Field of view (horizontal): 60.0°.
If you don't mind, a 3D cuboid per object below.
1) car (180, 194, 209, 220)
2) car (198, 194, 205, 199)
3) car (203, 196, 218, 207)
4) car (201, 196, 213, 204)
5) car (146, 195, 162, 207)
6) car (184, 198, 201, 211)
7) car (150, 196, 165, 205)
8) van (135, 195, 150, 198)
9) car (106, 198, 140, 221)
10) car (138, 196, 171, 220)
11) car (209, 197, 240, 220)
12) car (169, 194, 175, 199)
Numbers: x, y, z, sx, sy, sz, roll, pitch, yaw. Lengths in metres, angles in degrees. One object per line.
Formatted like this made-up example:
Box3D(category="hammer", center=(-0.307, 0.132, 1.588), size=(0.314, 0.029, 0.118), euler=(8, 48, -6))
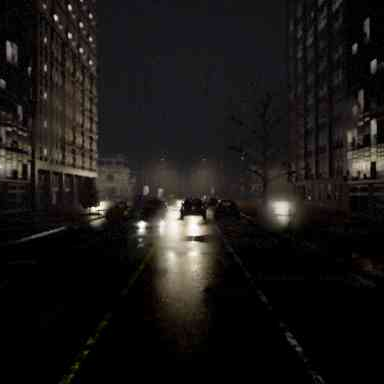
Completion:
Box3D(category="car", center=(0.098, 1.274, 27.734), size=(2.097, 1.767, 4.553), euler=(0, 0, 0))
Box3D(category="car", center=(2.720, 1.293, 93.473), size=(1.947, 1.339, 4.313), euler=(0, 0, 0))
Box3D(category="car", center=(2.708, 1.401, 49.698), size=(1.887, 1.381, 4.507), euler=(0, 0, 0))
Box3D(category="car", center=(2.711, 1.373, 61.082), size=(2.008, 1.369, 4.403), euler=(0, 0, 0))
Box3D(category="car", center=(-5.672, 1.296, 49.717), size=(1.967, 1.590, 4.097), euler=(0, 0, 0))
Box3D(category="car", center=(0.097, 1.486, 40.089), size=(1.895, 1.301, 4.718), euler=(0, 0, 0))
Box3D(category="car", center=(-5.671, 1.390, 55.410), size=(2.008, 1.369, 4.403), euler=(0, 0, 0))
Box3D(category="van", center=(-5.675, 1.231, 38.333), size=(1.690, 1.788, 3.998), euler=(0, 0, 0))
Box3D(category="car", center=(-5.679, 1.450, 26.779), size=(1.752, 1.417, 4.829), euler=(0, 0, 0))
Box3D(category="car", center=(-3.093, 1.400, 27.574), size=(1.882, 1.535, 5.008), euler=(0, 0, 0))
Box3D(category="car", center=(2.702, 1.364, 26.931), size=(1.967, 1.590, 4.097), euler=(0, 0, 0))
Box3D(category="car", center=(-5.661, 1.309, 93.488), size=(1.802, 1.307, 4.206), euler=(0, 0, 0))
